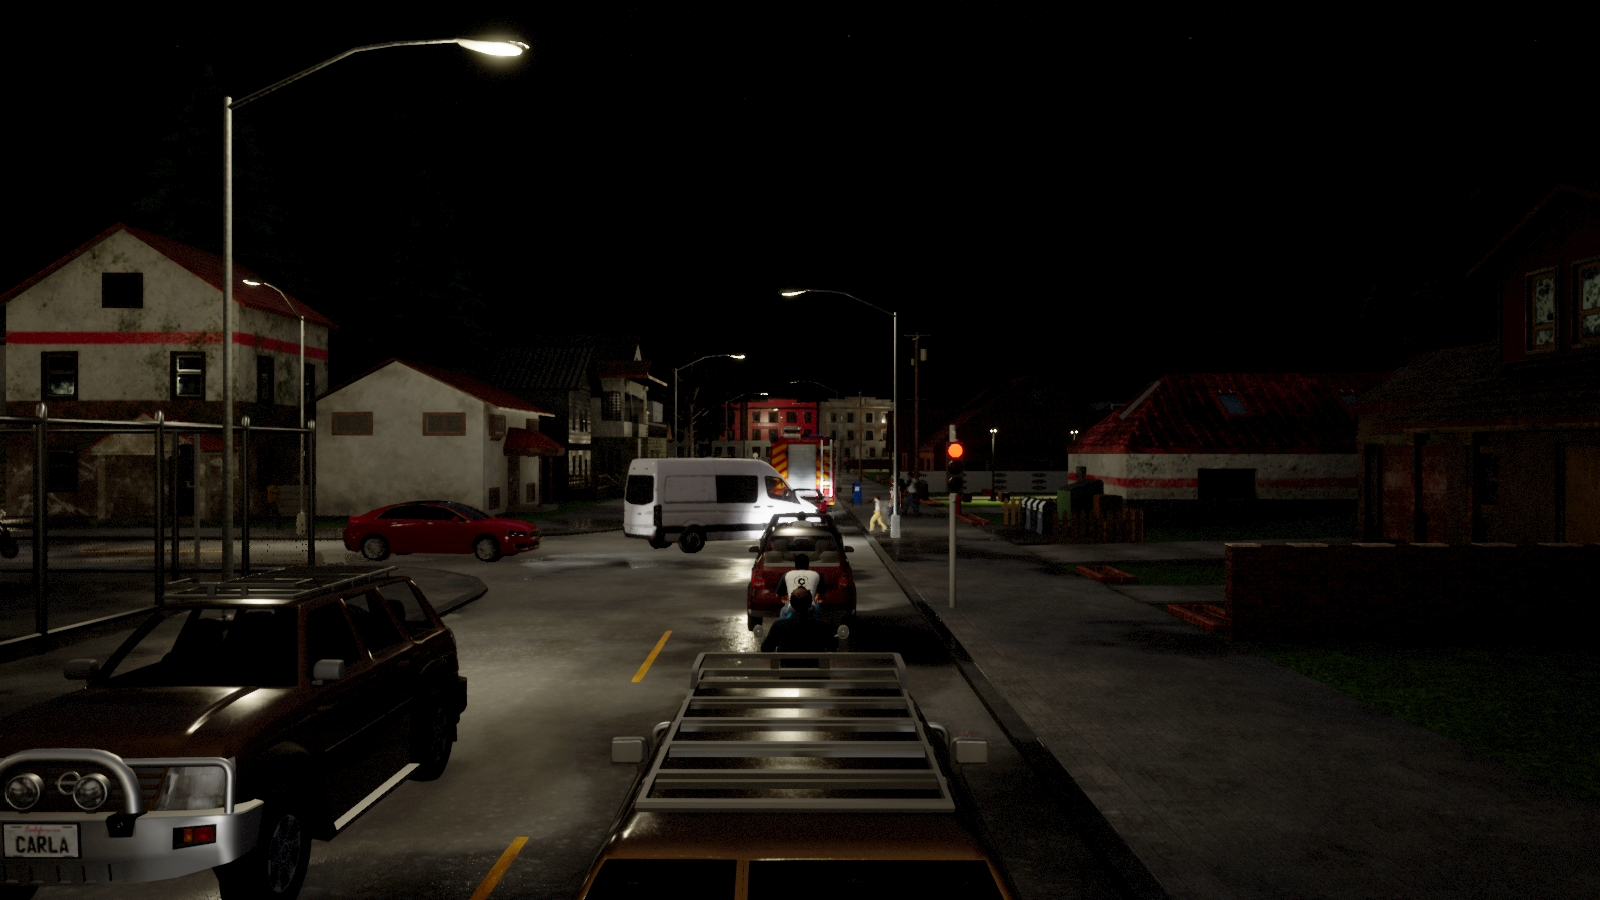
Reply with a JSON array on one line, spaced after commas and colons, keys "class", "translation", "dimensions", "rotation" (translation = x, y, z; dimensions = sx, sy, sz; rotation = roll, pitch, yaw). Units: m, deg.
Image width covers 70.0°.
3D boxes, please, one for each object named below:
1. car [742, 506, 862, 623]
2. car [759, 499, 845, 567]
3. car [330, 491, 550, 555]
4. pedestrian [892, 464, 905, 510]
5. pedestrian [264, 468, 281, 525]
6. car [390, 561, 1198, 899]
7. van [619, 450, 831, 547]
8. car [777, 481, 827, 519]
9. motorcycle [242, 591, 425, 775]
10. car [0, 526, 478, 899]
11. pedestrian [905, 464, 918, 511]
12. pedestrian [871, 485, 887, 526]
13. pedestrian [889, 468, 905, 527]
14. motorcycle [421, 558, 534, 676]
[{"class": "car", "translation": [0.027, 1.798, 18.824], "dimensions": [1.789, 1.549, 3.705], "rotation": [0, 0, 0]}, {"class": "car", "translation": [0.043, 1.924, 27.446], "dimensions": [1.895, 1.301, 4.718], "rotation": [0, 0, 0]}, {"class": "car", "translation": [-9.123, 1.831, 29.231], "dimensions": [4.892, 1.480, 2.231], "rotation": [0, 0, 5]}, {"class": "pedestrian", "translation": [4.025, 1.506, 46.547], "dimensions": [0.375, 1.860, 0.375], "rotation": [0, 0, -40]}, {"class": "pedestrian", "translation": [-17.305, 1.510, 37.507], "dimensions": [0.375, 1.860, 0.375], "rotation": [0, 0, 3]}, {"class": "car", "translation": [-0.006, 1.641, 5.035], "dimensions": [1.932, 1.855, 4.605], "rotation": [0, 0, 0]}, {"class": "van", "translation": [-2.053, 1.301, 32.659], "dimensions": [5.915, 2.561, 1.988], "rotation": [0, -1, -36]}, {"class": "car", "translation": [0.079, 1.918, 44.900], "dimensions": [1.895, 1.301, 4.718], "rotation": [0, 0, 0]}, {"class": "motorcycle", "translation": [-3.994, 1.958, 9.954], "dimensions": [0.856, 1.236, 1.805], "rotation": [0, 0, 0]}, {"class": "car", "translation": [-3.983, 1.640, 8.349], "dimensions": [1.932, 1.855, 4.605], "rotation": [0, 0, 0]}, {"class": "pedestrian", "translation": [4.481, 1.507, 45.772], "dimensions": [0.375, 1.860, 0.375], "rotation": [0, 0, 37]}, {"class": "pedestrian", "translation": [2.562, 1.790, 37.150], "dimensions": [0.375, 1.300, 0.375], "rotation": [0, 0, 32]}, {"class": "pedestrian", "translation": [3.111, 1.512, 36.727], "dimensions": [0.375, 1.860, 0.375], "rotation": [0, 0, -45]}, {"class": "motorcycle", "translation": [-3.894, 1.987, 13.966], "dimensions": [0.803, 1.145, 2.033], "rotation": [0, 0, 0]}]
